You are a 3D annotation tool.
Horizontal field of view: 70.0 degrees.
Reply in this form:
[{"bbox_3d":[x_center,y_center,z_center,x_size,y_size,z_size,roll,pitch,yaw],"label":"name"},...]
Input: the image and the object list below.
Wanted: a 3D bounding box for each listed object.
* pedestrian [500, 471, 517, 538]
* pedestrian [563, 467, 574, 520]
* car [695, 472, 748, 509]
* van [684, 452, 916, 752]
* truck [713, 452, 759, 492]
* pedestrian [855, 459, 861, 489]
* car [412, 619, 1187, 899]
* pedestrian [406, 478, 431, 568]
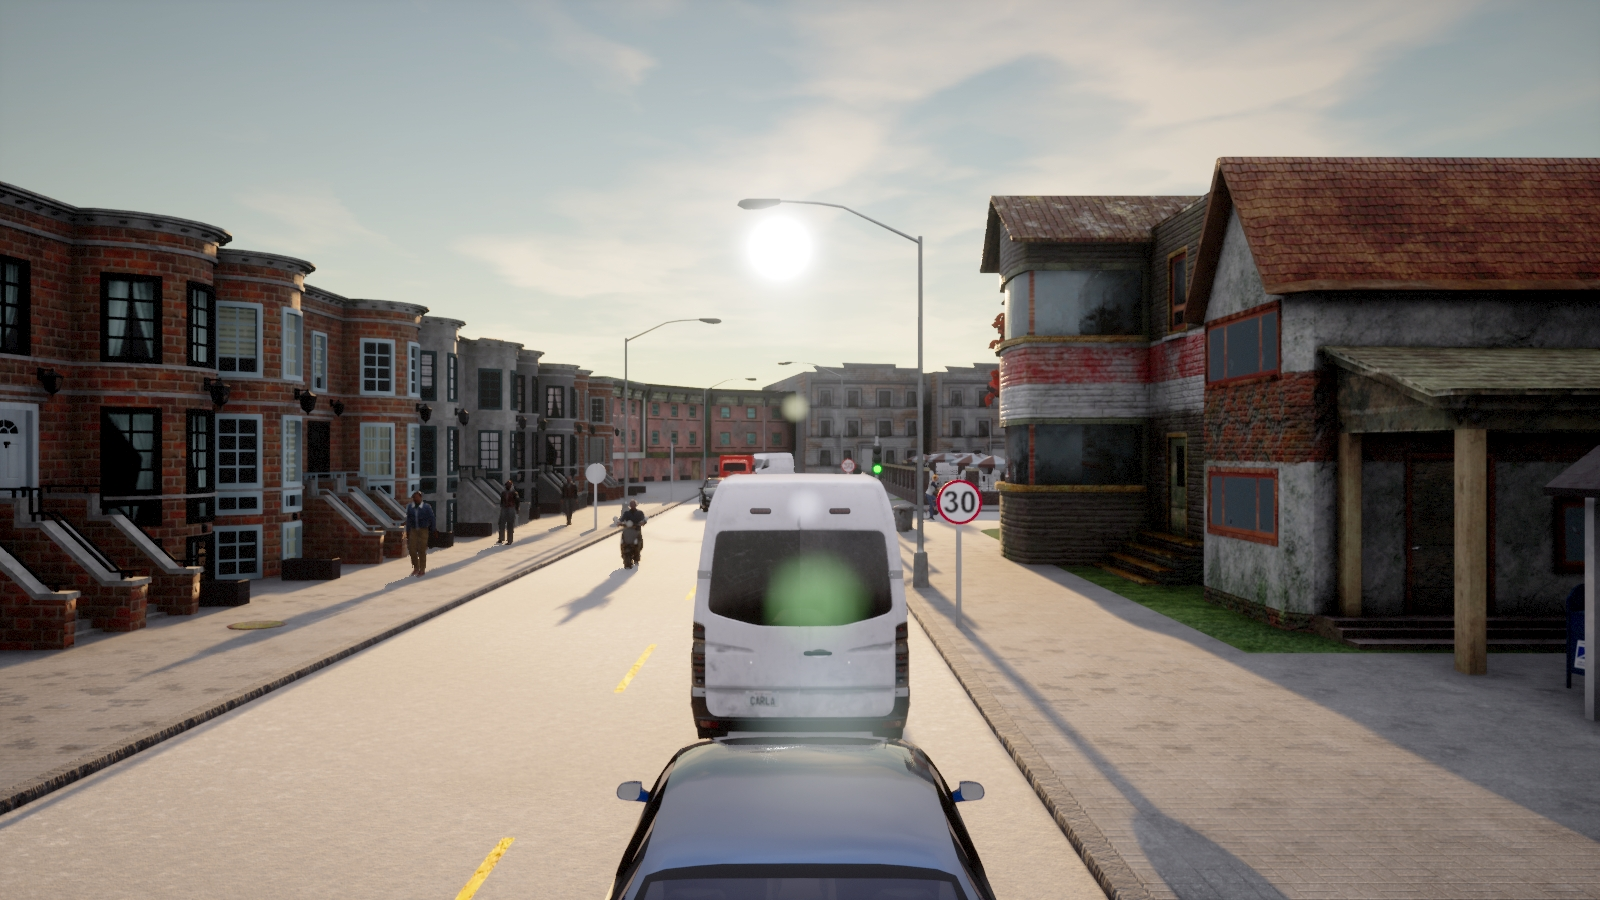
[{"bbox_3d":[-8.145,1.524,31.934,0.375,1.860,0.375,0,0,6],"label":"pedestrian"},{"bbox_3d":[-8.179,1.527,40.434,0.375,1.860,0.375,0,0,-11],"label":"pedestrian"},{"bbox_3d":[-3.665,1.827,52.844,2.128,1.511,4.902,0,0,-8],"label":"car"},{"bbox_3d":[-0.004,1.314,12.768,1.988,2.561,5.915,0,0,0],"label":"van"},{"bbox_3d":[-4.035,1.348,72.688,2.627,2.467,5.204,0,0,0],"label":"truck"},{"bbox_3d":[3.682,1.525,72.952,0.375,1.860,0.375,0,0,0],"label":"pedestrian"},{"bbox_3d":[0.000,1.886,5.316,2.033,1.411,5.357,0,0,0],"label":"car"},{"bbox_3d":[-8.004,1.525,23.981,0.375,1.860,0.375,0,0,7],"label":"pedestrian"}]
